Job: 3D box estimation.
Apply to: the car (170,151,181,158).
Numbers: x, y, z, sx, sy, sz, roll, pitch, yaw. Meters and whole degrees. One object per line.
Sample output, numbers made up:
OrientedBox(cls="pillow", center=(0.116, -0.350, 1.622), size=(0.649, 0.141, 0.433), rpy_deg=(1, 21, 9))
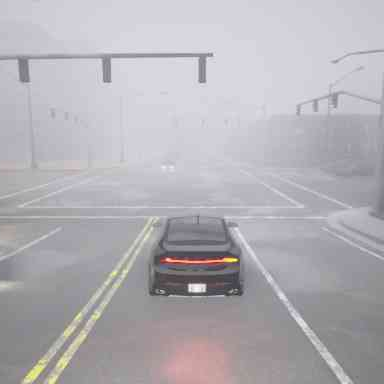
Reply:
OrientedBox(cls="car", center=(-3.506, -6.638, 60.791), size=(2.097, 1.767, 4.553), rpy_deg=(0, 9, 0))

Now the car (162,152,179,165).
OrientedBox(cls="car", center=(-3.545, -4.882, 50.660), size=(2.033, 1.411, 5.357), rpy_deg=(0, 9, 0))

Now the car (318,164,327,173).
OrientedBox(cls="car", center=(16.311, -2.729, 36.264), size=(4.902, 1.511, 2.128), rpy_deg=(0, 9, 0))

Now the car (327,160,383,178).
OrientedBox(cls="car", center=(16.676, -2.142, 32.814), size=(5.357, 1.411, 2.033), rpy_deg=(0, 9, 2))

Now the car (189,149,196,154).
OrientedBox(cls="car", center=(0.091, -10.971, 90.286), size=(1.994, 1.385, 4.181), rpy_deg=(0, 9, 0))

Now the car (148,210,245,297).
OrientedBox(cls="car", center=(0.080, 1.202, 7.996), size=(1.837, 1.490, 4.892), rpy_deg=(0, 4, 0))

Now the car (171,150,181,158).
OrientedBox(cls="car", center=(-3.428, -8.076, 70.969), size=(1.882, 1.535, 5.008), rpy_deg=(0, 9, 0))
